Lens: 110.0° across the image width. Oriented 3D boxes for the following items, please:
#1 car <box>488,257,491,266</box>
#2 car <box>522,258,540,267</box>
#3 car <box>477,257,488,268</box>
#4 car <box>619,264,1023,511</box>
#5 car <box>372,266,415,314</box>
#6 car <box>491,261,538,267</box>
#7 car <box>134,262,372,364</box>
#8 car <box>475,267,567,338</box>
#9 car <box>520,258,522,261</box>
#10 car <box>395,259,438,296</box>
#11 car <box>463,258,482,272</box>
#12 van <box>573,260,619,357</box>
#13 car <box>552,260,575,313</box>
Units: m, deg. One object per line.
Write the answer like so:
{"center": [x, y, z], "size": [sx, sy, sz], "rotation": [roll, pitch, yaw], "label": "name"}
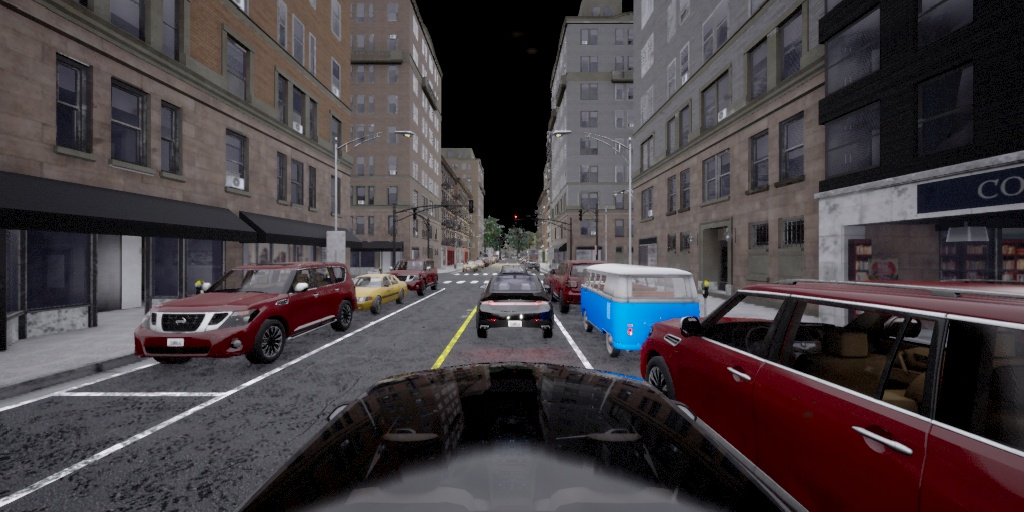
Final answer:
{"center": [-5.337, 1.061, 63.070], "size": [2.192, 1.841, 5.009], "rotation": [0, 0, 0], "label": "car"}
{"center": [2.691, 1.297, 46.615], "size": [2.007, 1.370, 4.403], "rotation": [0, 0, 0], "label": "car"}
{"center": [-5.346, 1.272, 57.418], "size": [1.751, 1.417, 4.829], "rotation": [0, 0, 0], "label": "car"}
{"center": [2.638, 1.065, 2.570], "size": [2.192, 1.841, 5.009], "rotation": [0, 0, 0], "label": "car"}
{"center": [-5.386, 1.275, 13.768], "size": [1.751, 1.417, 4.829], "rotation": [0, 0, 0], "label": "car"}
{"center": [0.091, 1.240, 20.175], "size": [2.128, 1.511, 4.902], "rotation": [0, 0, -1], "label": "car"}
{"center": [-5.391, 1.064, 8.261], "size": [2.192, 1.841, 5.009], "rotation": [0, 0, 0], "label": "car"}
{"center": [0.083, 1.241, 10.124], "size": [2.128, 1.511, 4.902], "rotation": [0, 0, 0], "label": "car"}
{"center": [2.704, 1.297, 57.579], "size": [2.007, 1.370, 4.403], "rotation": [0, 0, 0], "label": "car"}
{"center": [-5.380, 1.063, 19.617], "size": [2.192, 1.841, 5.009], "rotation": [0, 0, 0], "label": "car"}
{"center": [-5.363, 1.272, 46.455], "size": [1.751, 1.417, 4.829], "rotation": [0, 0, 0], "label": "car"}
{"center": [2.645, 1.091, 8.249], "size": [1.690, 1.789, 3.998], "rotation": [0, 0, 0], "label": "van"}
{"center": [2.652, 1.064, 13.928], "size": [2.192, 1.841, 5.009], "rotation": [0, 0, 0], "label": "car"}
